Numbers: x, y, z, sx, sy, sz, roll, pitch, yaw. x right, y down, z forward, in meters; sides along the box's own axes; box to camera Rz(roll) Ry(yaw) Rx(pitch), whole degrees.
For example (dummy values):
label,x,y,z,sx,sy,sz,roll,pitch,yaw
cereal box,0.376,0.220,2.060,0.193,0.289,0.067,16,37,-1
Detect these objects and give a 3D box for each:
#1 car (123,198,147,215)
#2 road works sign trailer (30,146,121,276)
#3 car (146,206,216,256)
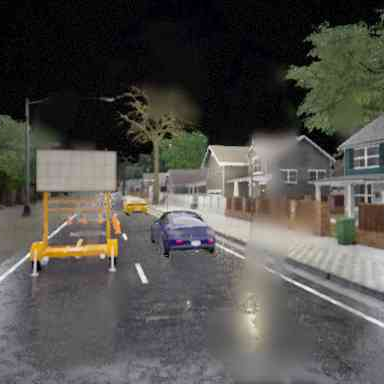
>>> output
label,x,y,z,sx,sy,sz,roll,pitch,yaw
car,-5.405,1.320,31.520,1.882,1.535,5.008,0,0,-15
road works sign trailer,-3.547,0.412,10.372,2.380,3.560,2.880,0,0,-15
car,-0.472,1.455,12.819,1.812,1.442,4.674,0,0,-15
